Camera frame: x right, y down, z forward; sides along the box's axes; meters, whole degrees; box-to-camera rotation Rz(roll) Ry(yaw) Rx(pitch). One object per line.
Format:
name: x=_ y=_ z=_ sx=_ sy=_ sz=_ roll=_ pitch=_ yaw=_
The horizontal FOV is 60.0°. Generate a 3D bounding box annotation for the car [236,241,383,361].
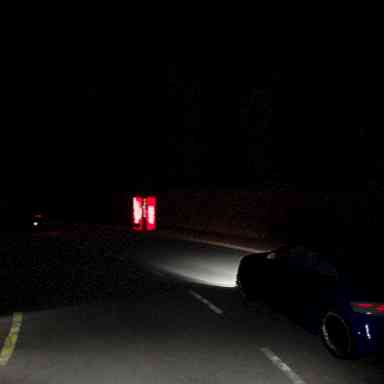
car: x=2.430 y=1.588 z=6.140 sx=1.994 sy=1.385 sz=4.181 roll=0 pitch=0 yaw=-17

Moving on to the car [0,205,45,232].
car: x=-11.237 y=1.605 z=20.698 sx=4.892 sy=1.490 sz=1.837 roll=0 pitch=-1 yaw=31

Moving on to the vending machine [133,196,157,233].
vending machine: x=-2.807 y=1.283 z=19.746 sx=0.880 sy=2.100 sz=1.100 roll=0 pitch=0 yaw=38
